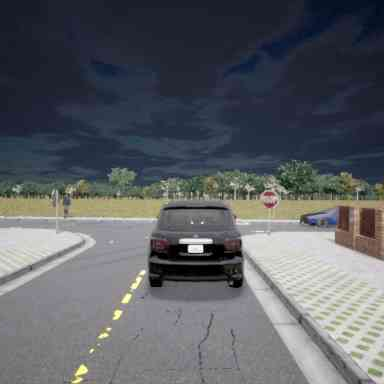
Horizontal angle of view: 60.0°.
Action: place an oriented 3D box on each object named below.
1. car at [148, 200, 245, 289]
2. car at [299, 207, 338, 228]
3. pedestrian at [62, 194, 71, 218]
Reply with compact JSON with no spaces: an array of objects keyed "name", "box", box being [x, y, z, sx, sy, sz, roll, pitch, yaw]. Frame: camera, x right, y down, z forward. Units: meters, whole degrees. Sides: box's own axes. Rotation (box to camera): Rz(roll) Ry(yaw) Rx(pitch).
[{"name":"car","box":[0.131,1.226,9.348,2.150,2.045,5.566,0,0,1]},{"name":"car","box":[10.285,1.707,22.888,5.357,1.411,2.033,1,0,0]},{"name":"pedestrian","box":[-9.699,1.073,25.673,0.375,1.860,0.375,0,-1,0]}]
